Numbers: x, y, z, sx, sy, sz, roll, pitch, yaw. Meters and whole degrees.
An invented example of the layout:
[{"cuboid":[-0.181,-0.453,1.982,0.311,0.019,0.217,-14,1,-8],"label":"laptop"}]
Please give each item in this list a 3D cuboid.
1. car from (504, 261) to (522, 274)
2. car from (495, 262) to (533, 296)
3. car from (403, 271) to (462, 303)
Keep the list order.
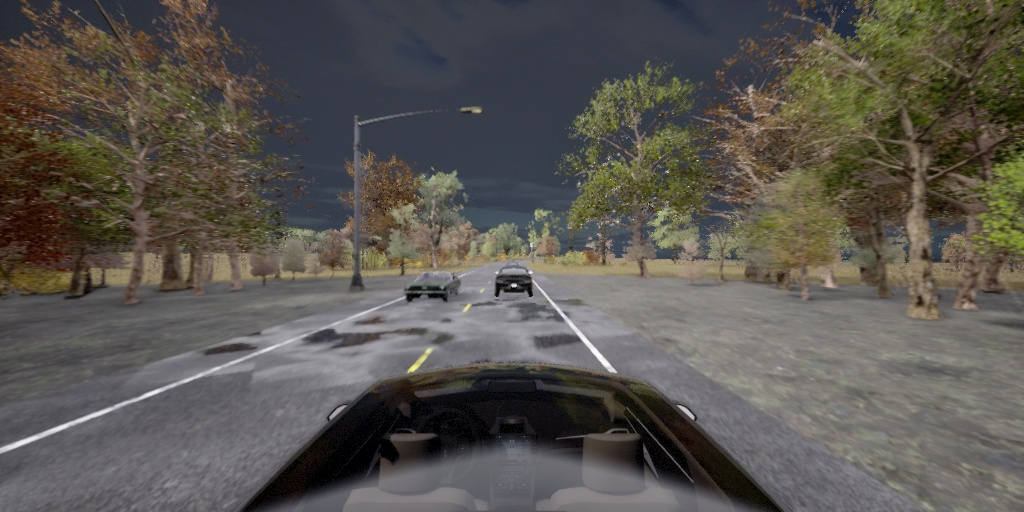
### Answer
[{"cuboid":[0.091,1.397,44.370,2.033,1.411,5.357,0,0,0],"label":"car"},{"cuboid":[0.096,1.270,19.719,1.882,1.535,5.008,0,0,0],"label":"car"},{"cuboid":[-3.598,1.387,16.979,1.895,1.301,4.718,0,0,0],"label":"car"}]
